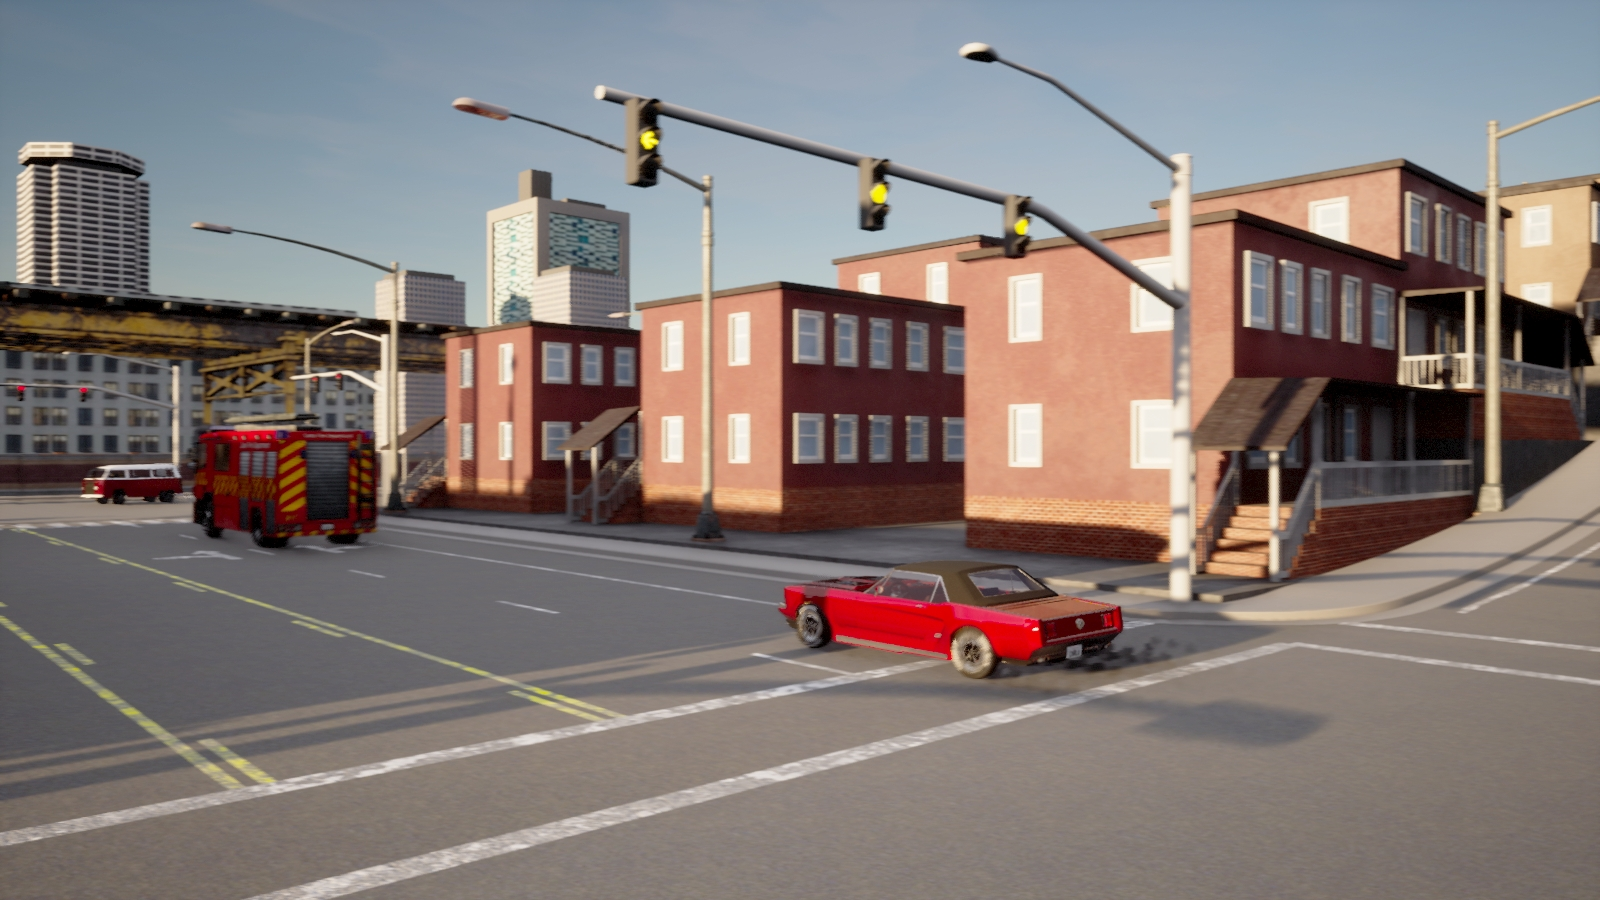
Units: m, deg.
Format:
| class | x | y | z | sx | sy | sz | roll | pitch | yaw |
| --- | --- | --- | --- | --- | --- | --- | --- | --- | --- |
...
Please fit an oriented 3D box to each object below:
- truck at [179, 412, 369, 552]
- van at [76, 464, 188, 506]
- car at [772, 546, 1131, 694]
| class | x | y | z | sx | sy | sz | roll | pitch | yaw |
| --- | --- | --- | --- | --- | --- | --- | --- | --- | --- |
| truck | -16.422 | 0.876 | 35.285 | 2.891 | 3.827 | 8.468 | 0 | 0 | -42 |
| van | -34.093 | 1.760 | 58.445 | 2.069 | 2.038 | 4.480 | -1 | -1 | 30 |
| car | 1.879 | 2.149 | 15.482 | 1.895 | 1.301 | 4.718 | 0 | 0 | -42 |
